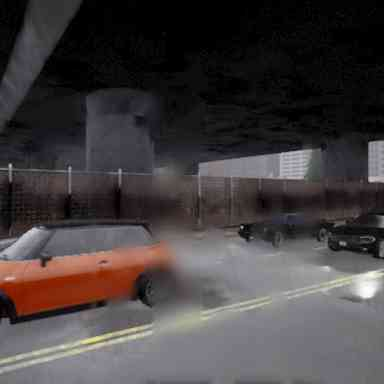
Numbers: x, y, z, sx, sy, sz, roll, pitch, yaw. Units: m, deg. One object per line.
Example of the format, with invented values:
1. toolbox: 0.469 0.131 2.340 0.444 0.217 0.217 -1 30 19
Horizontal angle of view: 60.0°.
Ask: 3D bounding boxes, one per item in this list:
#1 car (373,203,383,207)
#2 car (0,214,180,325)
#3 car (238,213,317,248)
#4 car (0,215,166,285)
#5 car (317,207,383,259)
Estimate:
1. car: 11.874 1.444 20.147 4.553 1.767 2.097 0 0 -33
2. car: -2.556 1.356 6.451 4.553 1.767 2.097 0 0 -33
3. car: 4.380 1.652 15.214 4.718 1.301 1.895 0 0 -33
4. car: -3.627 1.555 9.935 5.357 1.411 2.033 0 0 -33
5. car: 7.351 1.535 12.981 5.008 1.535 1.882 0 0 -33
